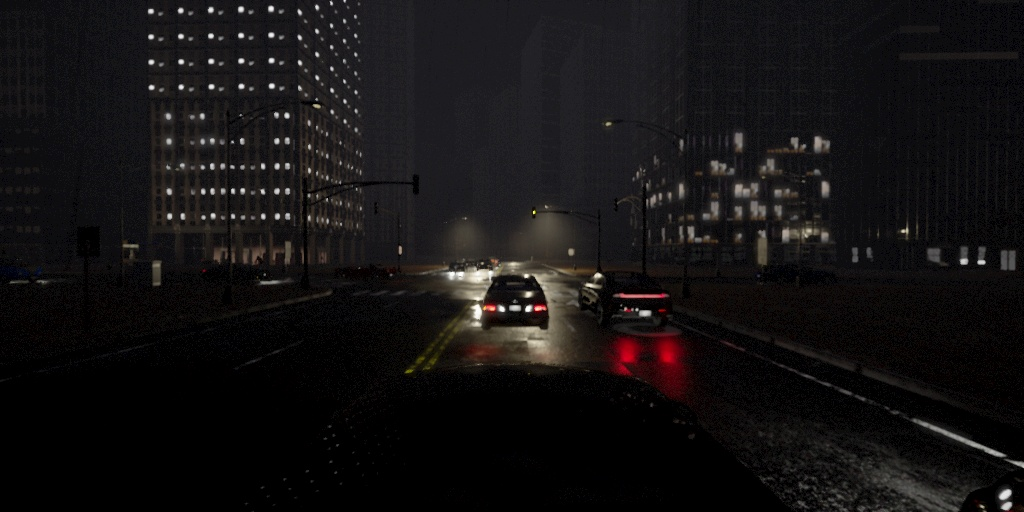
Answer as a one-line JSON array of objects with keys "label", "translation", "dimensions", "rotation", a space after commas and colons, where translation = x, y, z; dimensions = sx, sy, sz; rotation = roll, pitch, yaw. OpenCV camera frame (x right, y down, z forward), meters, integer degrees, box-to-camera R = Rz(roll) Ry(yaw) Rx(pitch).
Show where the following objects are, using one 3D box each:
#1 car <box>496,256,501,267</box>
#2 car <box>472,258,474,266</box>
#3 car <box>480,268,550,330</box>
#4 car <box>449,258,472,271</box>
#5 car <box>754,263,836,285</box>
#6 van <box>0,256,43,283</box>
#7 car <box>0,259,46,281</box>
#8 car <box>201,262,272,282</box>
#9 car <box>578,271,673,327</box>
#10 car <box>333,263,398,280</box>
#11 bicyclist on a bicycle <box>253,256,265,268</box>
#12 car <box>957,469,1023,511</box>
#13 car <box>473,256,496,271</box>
[{"label": "car", "translation": [-3.310, 0.896, 59.288], "dimensions": [2.097, 1.767, 4.553], "rotation": [0, 0, 0]}, {"label": "car", "translation": [-6.566, 1.029, 57.800], "dimensions": [1.882, 1.535, 5.008], "rotation": [0, 0, 0]}, {"label": "car", "translation": [0.101, 1.272, 10.993], "dimensions": [2.033, 1.411, 5.357], "rotation": [0, 0, 1]}, {"label": "car", "translation": [-6.583, 1.100, 44.462], "dimensions": [2.128, 1.511, 4.902], "rotation": [0, 0, 0]}, {"label": "car", "translation": [20.091, 1.269, 25.526], "dimensions": [5.008, 1.535, 1.882], "rotation": [0, 1, 2]}, {"label": "van", "translation": [-33.931, 0.905, 23.910], "dimensions": [3.998, 1.789, 1.690], "rotation": [0, 0, 1]}, {"label": "car", "translation": [-38.244, 0.993, 26.604], "dimensions": [5.008, 1.535, 1.882], "rotation": [0, 1, 2]}, {"label": "car", "translation": [-19.983, 1.166, 26.143], "dimensions": [4.181, 1.385, 1.994], "rotation": [1, 1, 1]}, {"label": "car", "translation": [3.348, 1.215, 11.410], "dimensions": [2.128, 1.511, 4.902], "rotation": [0, 0, 0]}, {"label": "car", "translation": [-11.858, 1.210, 28.954], "dimensions": [4.718, 1.301, 1.895], "rotation": [0, 1, 9]}, {"label": "bicyclist on a bicycle", "translation": [-24.700, 0.787, 34.996], "dimensions": [0.582, 1.620, 1.656], "rotation": [0, 1, 1]}, {"label": "car", "translation": [3.352, 1.318, 0.128], "dimensions": [1.994, 1.385, 4.181], "rotation": [0, 0, 0]}, {"label": "car", "translation": [-3.334, 1.111, 44.721], "dimensions": [1.837, 1.490, 4.892], "rotation": [0, 1, 0]}]
